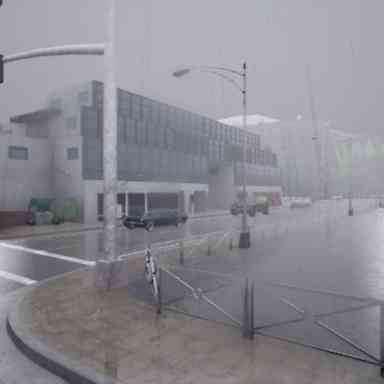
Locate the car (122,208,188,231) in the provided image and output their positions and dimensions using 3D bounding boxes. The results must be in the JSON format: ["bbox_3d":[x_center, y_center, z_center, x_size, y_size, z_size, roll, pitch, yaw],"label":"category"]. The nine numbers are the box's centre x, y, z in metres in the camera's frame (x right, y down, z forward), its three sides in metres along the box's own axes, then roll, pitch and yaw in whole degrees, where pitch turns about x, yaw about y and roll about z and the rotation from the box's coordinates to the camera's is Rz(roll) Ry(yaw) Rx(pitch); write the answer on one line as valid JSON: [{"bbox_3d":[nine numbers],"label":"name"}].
[{"bbox_3d":[-2.372,1.782,22.207,1.895,1.301,4.718,0,0,36],"label":"car"}]

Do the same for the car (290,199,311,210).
[{"bbox_3d":[15.456,1.708,47.029,1.812,1.442,4.674,0,0,36],"label":"car"}]

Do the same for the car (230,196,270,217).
[{"bbox_3d":[6.029,1.402,33.972,2.150,2.045,5.566,0,0,36],"label":"car"}]
